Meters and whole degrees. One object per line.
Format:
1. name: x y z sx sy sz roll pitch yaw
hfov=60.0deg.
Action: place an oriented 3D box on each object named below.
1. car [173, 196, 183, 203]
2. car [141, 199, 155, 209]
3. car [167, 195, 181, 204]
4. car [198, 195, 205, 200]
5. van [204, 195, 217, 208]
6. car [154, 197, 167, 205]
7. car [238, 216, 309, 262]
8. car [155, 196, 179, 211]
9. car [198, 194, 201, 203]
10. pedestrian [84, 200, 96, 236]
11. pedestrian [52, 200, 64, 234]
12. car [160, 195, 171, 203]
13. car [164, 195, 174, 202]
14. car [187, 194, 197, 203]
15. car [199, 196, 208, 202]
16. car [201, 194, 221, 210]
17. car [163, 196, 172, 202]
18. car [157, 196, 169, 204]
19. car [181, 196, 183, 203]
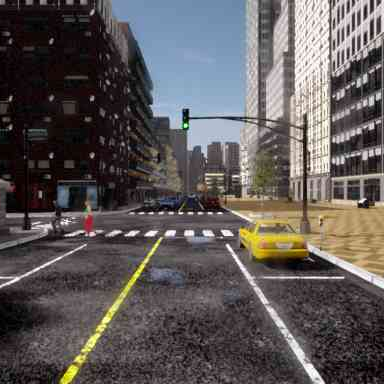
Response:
1. car: -3.012 1.586 73.436 2.128 1.511 4.902 0 0 0
2. car: -5.700 1.571 44.190 2.008 1.369 4.403 0 0 0
3. car: -3.095 1.507 51.804 1.882 1.535 5.008 0 0 0
4. car: 2.672 1.633 94.101 1.752 1.417 4.829 0 0 0
5. van: 2.677 1.368 49.717 1.690 1.788 3.998 0 0 0
6. car: -5.703 1.594 60.769 2.008 1.369 4.403 0 0 0
7. car: 2.684 1.526 11.948 1.752 1.417 4.829 0 0 0
8. car: -3.104 1.566 41.892 2.033 1.411 5.357 0 0 0
9. car: 2.675 1.367 66.297 2.192 1.841 5.009 0 0 0
10. pedestrian: -5.297 1.300 17.119 0.375 1.860 0.375 0 0 0
11. pedestrian: -7.193 1.297 17.657 0.375 1.860 0.375 0 0 0
12. car: -5.706 1.503 71.823 1.967 1.590 4.097 0 0 0
13. car: -5.708 1.524 82.876 1.967 1.590 4.097 0 0 0
14. car: -0.012 1.618 73.383 1.994 1.385 4.181 0 0 0
15. car: 2.674 1.618 77.351 1.887 1.381 4.507 0 0 0
16. car: 2.678 1.336 44.192 2.192 1.841 5.009 0 0 0
17. car: -5.706 1.655 77.350 1.802 1.307 4.206 0 0 0
18. car: -5.704 1.597 66.295 1.887 1.381 4.507 0 0 0
19. car: -3.073 1.550 62.049 1.837 1.490 4.892 0 0 1
